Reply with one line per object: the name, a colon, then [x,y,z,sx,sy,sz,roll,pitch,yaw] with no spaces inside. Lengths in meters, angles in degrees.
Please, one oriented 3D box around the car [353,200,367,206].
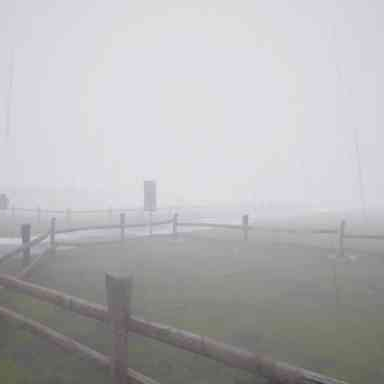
car: [42.570,2.791,84.961,2.128,1.511,4.902,-1,-1,35]
